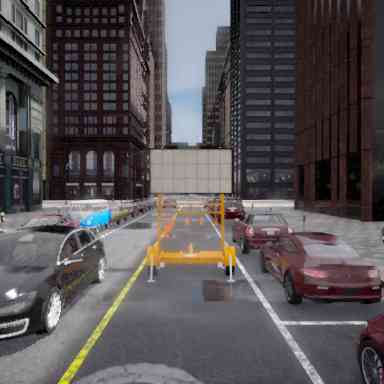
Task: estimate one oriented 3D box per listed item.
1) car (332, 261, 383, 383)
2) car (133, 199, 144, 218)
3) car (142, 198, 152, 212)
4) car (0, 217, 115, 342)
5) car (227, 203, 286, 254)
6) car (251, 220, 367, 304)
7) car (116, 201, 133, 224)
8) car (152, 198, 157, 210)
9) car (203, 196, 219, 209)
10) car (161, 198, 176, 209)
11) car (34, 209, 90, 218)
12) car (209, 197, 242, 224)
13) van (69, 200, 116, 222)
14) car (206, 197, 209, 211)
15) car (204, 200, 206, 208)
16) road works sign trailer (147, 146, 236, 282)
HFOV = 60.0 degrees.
[{"bbox_3d":[2.755,1.582,2.194,1.802,1.307,4.206,0,0,0],"label":"car"},{"bbox_3d":[-5.835,1.591,30.352,1.802,1.307,4.206,0,0,0],"label":"car"},{"bbox_3d":[-5.848,1.580,35.989,1.947,1.339,4.313,0,0,0],"label":"car"},{"bbox_3d":[-3.116,1.505,6.805,1.837,1.490,4.892,0,0,0],"label":"car"},{"bbox_3d":[2.728,1.441,13.467,1.967,1.590,4.097,0,0,0],"label":"car"},{"bbox_3d":[2.741,1.582,7.831,1.802,1.307,4.206,0,0,0],"label":"car"},{"bbox_3d":[-5.822,1.531,24.545,1.752,1.417,4.829,0,0,0],"label":"car"},{"bbox_3d":[-5.861,1.585,41.625,1.947,1.339,4.313,0,0,0],"label":"car"},{"bbox_3d":[2.650,1.464,47.283,1.967,1.590,4.097,0,0,0],"label":"car"},{"bbox_3d":[-3.105,1.570,45.768,2.033,1.411,5.357,0,0,0],"label":"car"},{"bbox_3d":[-5.796,1.583,13.443,1.802,1.307,4.206,0,0,0],"label":"car"},{"bbox_3d":[2.701,1.321,24.738,2.192,1.841,5.009,0,0,0],"label":"car"},{"bbox_3d":[-5.810,1.344,19.079,1.690,1.788,3.998,0,0,0],"label":"van"},{"bbox_3d":[2.688,1.324,30.375,2.192,1.841,5.009,0,0,0],"label":"car"},{"bbox_3d":[2.676,1.579,36.011,1.947,1.339,4.313,0,0,0],"label":"car"},{"bbox_3d":[-0.023,0.465,9.713,2.380,3.560,2.880,0,0,0],"label":"road works sign trailer"}]
